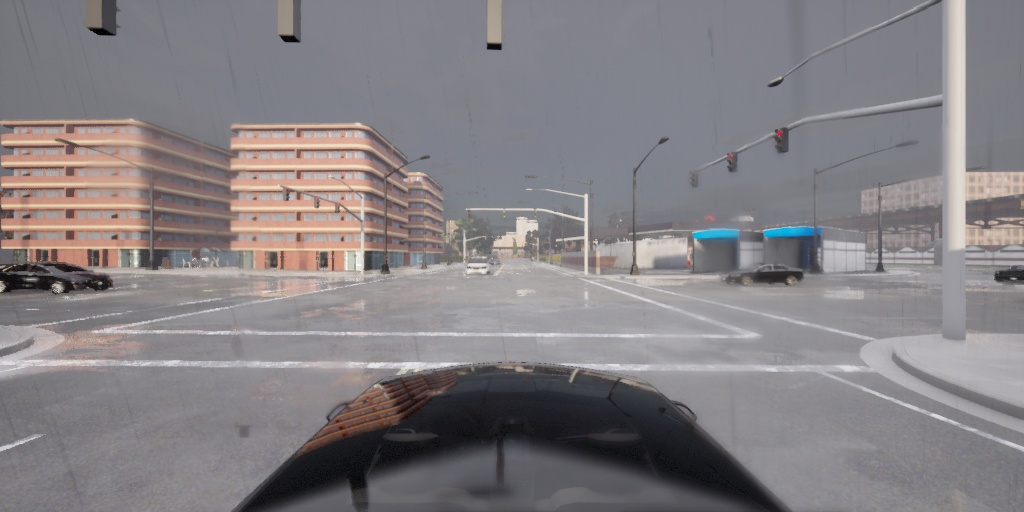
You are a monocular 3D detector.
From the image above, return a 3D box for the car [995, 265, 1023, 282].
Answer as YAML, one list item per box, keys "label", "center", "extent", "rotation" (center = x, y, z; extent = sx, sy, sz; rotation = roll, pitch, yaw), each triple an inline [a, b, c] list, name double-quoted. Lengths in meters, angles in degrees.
- label: "car"
  center: [38.510, 1.350, 26.919]
  extent: [4.718, 1.301, 1.895]
  rotation: [0, 0, -23]

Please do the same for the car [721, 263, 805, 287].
- label: "car"
  center: [16.542, 1.238, 23.801]
  extent: [4.902, 1.511, 2.128]
  rotation: [0, 0, 0]

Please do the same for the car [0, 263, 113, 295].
- label: "car"
  center: [-23.041, 1.093, 17.993]
  extent: [4.892, 1.490, 1.837]
  rotation: [1, 0, 1]

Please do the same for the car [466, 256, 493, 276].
- label: "car"
  center: [-3.496, 1.086, 37.825]
  extent: [2.150, 2.045, 5.566]
  rotation: [0, 1, 0]
